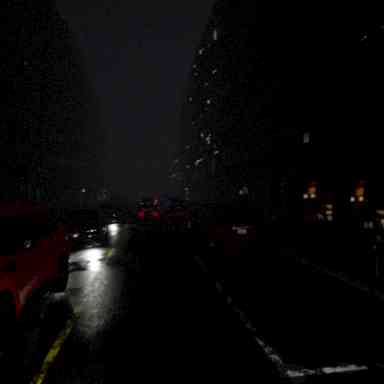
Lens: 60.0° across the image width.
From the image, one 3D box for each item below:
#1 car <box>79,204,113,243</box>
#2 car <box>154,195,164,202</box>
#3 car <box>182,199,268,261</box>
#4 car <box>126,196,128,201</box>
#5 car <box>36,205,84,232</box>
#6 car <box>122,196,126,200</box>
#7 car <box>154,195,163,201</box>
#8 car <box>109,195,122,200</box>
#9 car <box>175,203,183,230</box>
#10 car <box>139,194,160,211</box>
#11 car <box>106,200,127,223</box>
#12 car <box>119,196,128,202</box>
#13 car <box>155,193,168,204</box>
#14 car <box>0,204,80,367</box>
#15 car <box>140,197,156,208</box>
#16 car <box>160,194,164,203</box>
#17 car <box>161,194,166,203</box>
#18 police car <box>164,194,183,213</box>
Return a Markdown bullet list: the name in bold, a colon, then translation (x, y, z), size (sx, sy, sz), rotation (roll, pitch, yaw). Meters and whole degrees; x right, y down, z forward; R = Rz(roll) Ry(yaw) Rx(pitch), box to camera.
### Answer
- **car**: translation (-5.191, 1.578, 16.258), size (1.837, 1.490, 4.892), rotation (-1, 0, -8)
- **car**: translation (-7.358, 1.475, 73.922), size (1.887, 1.381, 4.507), rotation (-2, 0, -8)
- **car**: translation (1.156, 1.254, 12.198), size (2.192, 1.841, 5.009), rotation (-2, 0, -8)
- **car**: translation (-15.616, 1.669, 72.721), size (1.887, 1.381, 4.507), rotation (-2, 0, -8)
- **car**: translation (-8.642, 1.680, 22.220), size (1.887, 1.381, 4.507), rotation (-2, 0, -8)
- **car**: translation (-14.075, 1.446, 61.497), size (2.192, 1.841, 5.009), rotation (-2, 0, -8)
- **car**: translation (-8.127, 1.492, 79.534), size (1.947, 1.339, 4.313), rotation (-2, 0, -8)
- **car**: translation (-13.292, 1.677, 55.888), size (1.887, 1.381, 4.507), rotation (-2, 0, -8)
- **car**: translation (0.390, 1.485, 17.811), size (1.887, 1.381, 4.507), rotation (-2, 0, -8)
- **car**: translation (-5.300, 1.352, 40.401), size (2.097, 1.767, 4.553), rotation (-1, 0, -8)
- **car**: translation (-6.616, 1.621, 26.658), size (2.033, 1.411, 5.357), rotation (-1, 0, -8)
- **car**: translation (-17.165, 1.681, 83.946), size (1.947, 1.339, 4.313), rotation (-2, 0, -8)
- **car**: translation (-5.817, 1.252, 62.698), size (2.192, 1.841, 5.009), rotation (-2, 0, -8)
- **car**: translation (-3.790, 1.292, 6.007), size (2.150, 2.045, 5.566), rotation (-1, 0, -8)
- **car**: translation (-6.523, 1.491, 49.270), size (2.128, 1.511, 4.902), rotation (-1, 0, -8)
- **car**: translation (-5.043, 1.254, 57.086), size (2.192, 1.841, 5.009), rotation (-2, 0, -8)
- **car**: translation (-2.598, 1.407, 43.061), size (1.882, 1.535, 5.008), rotation (-1, 0, -8)
- **police car**: translation (-1.662, 1.354, 36.234), size (1.930, 1.638, 5.238), rotation (-1, 0, -8)
